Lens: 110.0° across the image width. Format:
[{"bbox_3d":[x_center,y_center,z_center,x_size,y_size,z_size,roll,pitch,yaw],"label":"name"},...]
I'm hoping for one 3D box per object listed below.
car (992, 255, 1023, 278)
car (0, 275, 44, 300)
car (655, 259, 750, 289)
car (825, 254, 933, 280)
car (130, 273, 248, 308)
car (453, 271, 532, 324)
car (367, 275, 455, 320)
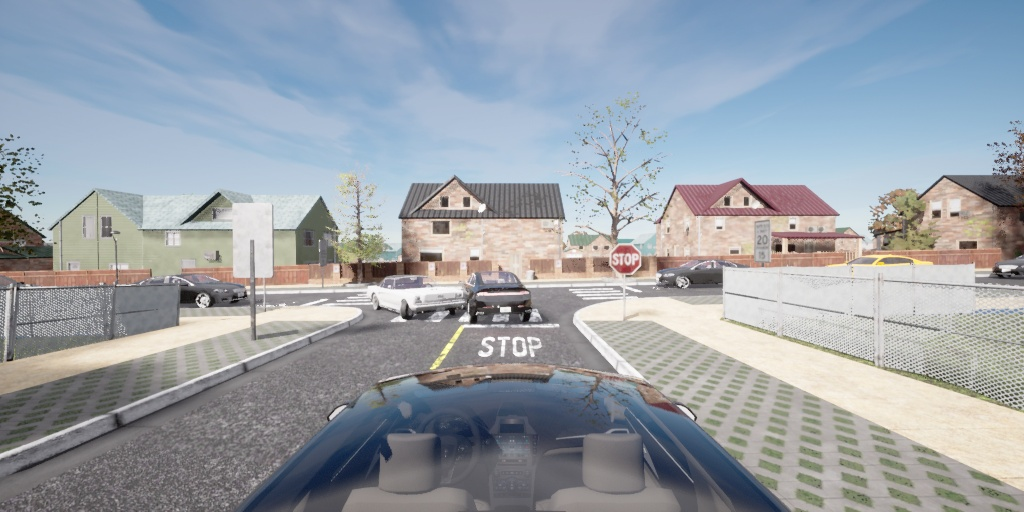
[{"bbox_3d":[29.393,0.478,19.546,4.902,1.511,2.128,-1,1,0],"label":"car"},{"bbox_3d":[-24.233,1.648,16.402,4.553,1.767,2.097,-1,1,0],"label":"car"},{"bbox_3d":[10.339,0.925,19.481,4.902,1.511,2.128,-1,1,0],"label":"car"},{"bbox_3d":[19.769,0.690,19.514,5.008,1.535,1.882,-1,1,-1],"label":"car"},{"bbox_3d":[-14.895,1.566,16.439,4.902,1.511,2.128,-1,1,0],"label":"car"},{"bbox_3d":[-0.680,1.242,12.078,2.128,1.511,4.902,0,0,-12],"label":"car"},{"bbox_3d":[-3.597,1.367,12.938,1.895,1.301,4.718,0,0,-38],"label":"car"}]
